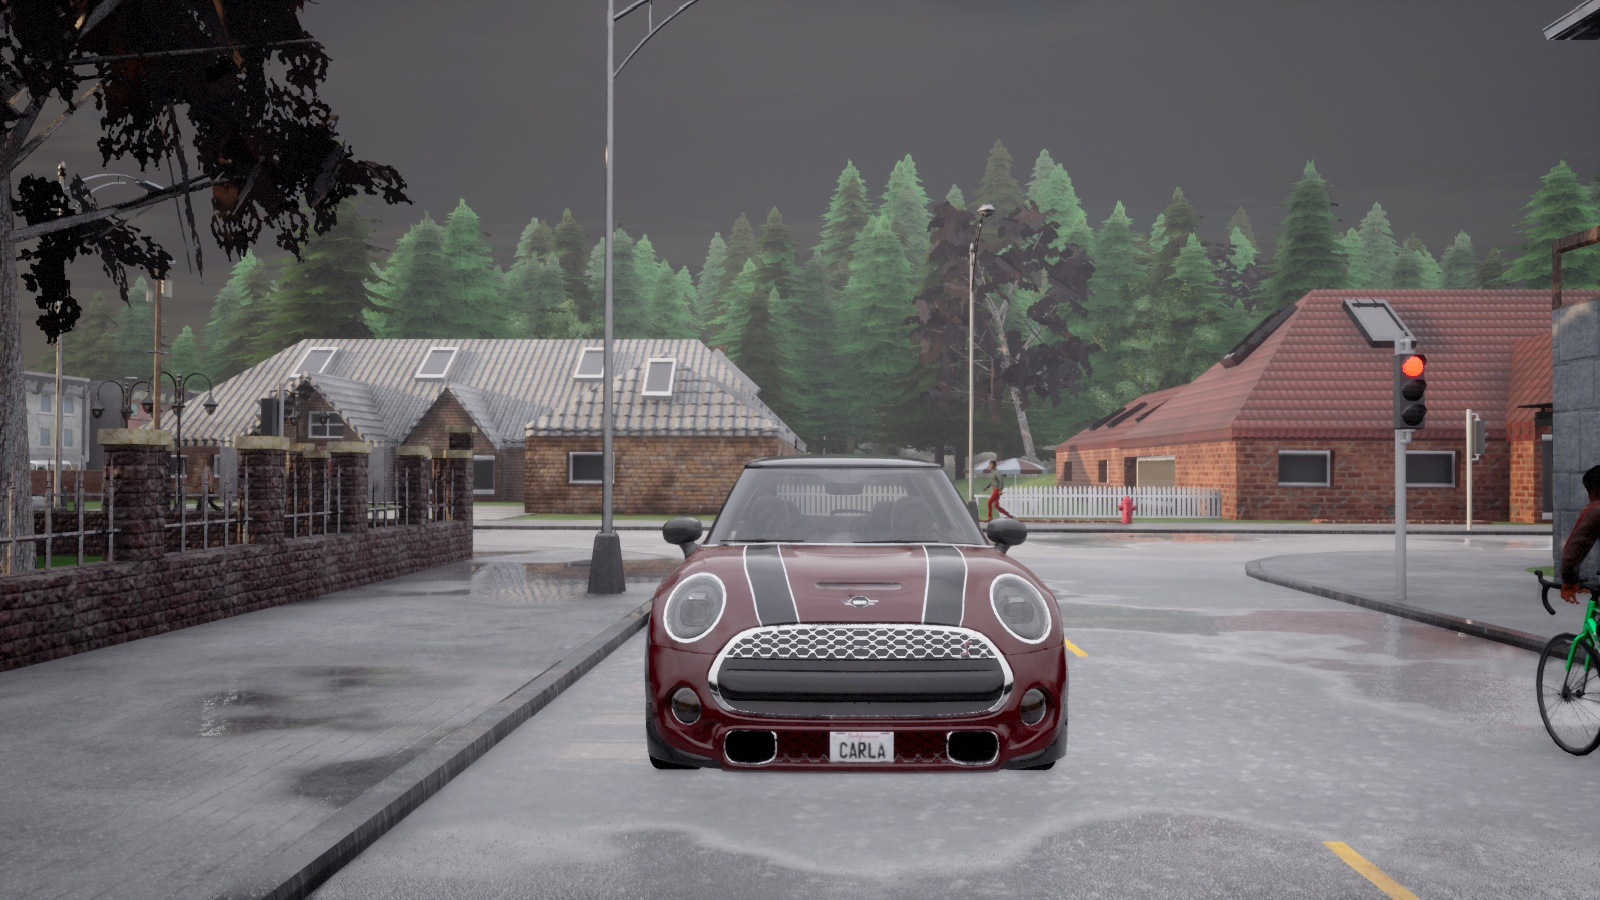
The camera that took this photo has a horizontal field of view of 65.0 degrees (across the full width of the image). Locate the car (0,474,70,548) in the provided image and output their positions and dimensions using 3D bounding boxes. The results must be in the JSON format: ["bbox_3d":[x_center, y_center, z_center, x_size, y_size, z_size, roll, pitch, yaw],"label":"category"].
[{"bbox_3d":[-18.574,1.289,27.041,4.514,1.525,2.007,0,-1,0],"label":"car"}]

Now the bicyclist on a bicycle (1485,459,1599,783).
[{"bbox_3d":[4.294,0.859,6.526,0.582,1.620,1.656,0,-1,2],"label":"bicyclist on a bicycle"}]

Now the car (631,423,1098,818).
[{"bbox_3d":[0.271,0.805,7.943,2.097,1.767,4.553,0,-1,0],"label":"car"}]

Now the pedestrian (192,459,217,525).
[{"bbox_3d":[-16.850,1.187,35.553,0.634,1.846,0.331,0,-1,-24],"label":"pedestrian"}]

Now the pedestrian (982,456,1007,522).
[{"bbox_3d":[5.429,1.085,35.086,0.614,1.847,0.353,0,-1,0],"label":"pedestrian"}]

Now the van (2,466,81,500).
[{"bbox_3d":[-46.871,2.027,77.685,2.069,2.038,4.480,0,-1,2],"label":"van"}]
